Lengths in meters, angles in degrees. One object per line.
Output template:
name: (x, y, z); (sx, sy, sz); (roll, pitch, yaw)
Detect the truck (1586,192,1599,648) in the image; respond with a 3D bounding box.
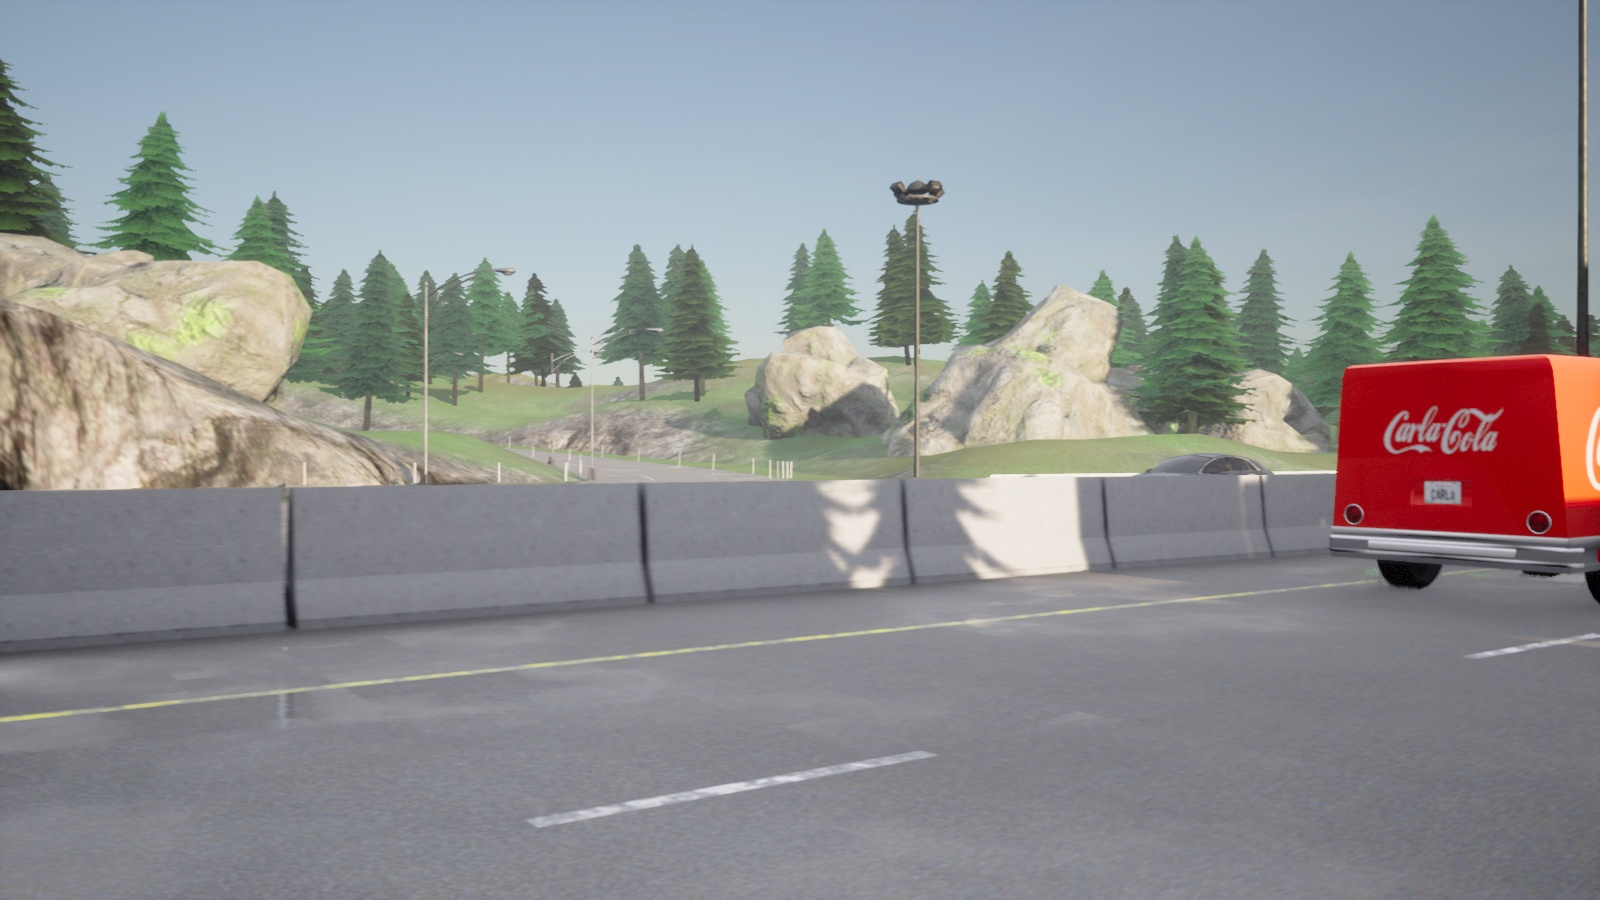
truck: (10.110, -0.233, 10.699); (7.936, 3.462, 2.891); (0, 0, -35)

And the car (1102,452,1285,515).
car: (10.059, 0.806, 31.981); (4.892, 1.490, 1.837); (0, 0, -35)

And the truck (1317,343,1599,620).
truck: (8.392, 0.275, 13.766); (5.204, 2.467, 2.627); (0, 0, -35)
